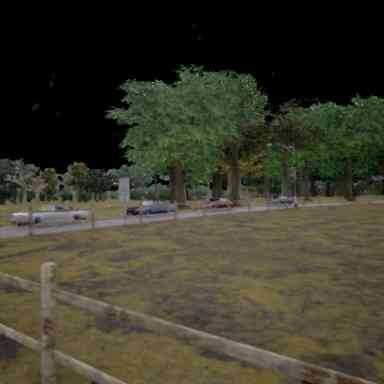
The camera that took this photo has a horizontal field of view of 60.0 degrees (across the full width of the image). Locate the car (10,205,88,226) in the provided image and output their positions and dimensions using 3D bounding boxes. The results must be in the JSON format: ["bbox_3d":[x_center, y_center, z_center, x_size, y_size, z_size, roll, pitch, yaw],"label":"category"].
[{"bbox_3d":[-9.453,1.568,22.276,1.895,1.301,4.718,-2,-1,36],"label":"car"}]

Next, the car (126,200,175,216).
[{"bbox_3d":[-3.633,1.464,30.152,2.033,1.411,5.357,-2,-1,38],"label":"car"}]

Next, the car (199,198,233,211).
[{"bbox_3d":[2.785,1.376,37.748,1.812,1.442,4.674,-2,-1,43],"label":"car"}]

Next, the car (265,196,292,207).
[{"bbox_3d":[12.196,1.271,46.695,4.674,1.442,1.812,-1,-1,-39],"label":"car"}]
